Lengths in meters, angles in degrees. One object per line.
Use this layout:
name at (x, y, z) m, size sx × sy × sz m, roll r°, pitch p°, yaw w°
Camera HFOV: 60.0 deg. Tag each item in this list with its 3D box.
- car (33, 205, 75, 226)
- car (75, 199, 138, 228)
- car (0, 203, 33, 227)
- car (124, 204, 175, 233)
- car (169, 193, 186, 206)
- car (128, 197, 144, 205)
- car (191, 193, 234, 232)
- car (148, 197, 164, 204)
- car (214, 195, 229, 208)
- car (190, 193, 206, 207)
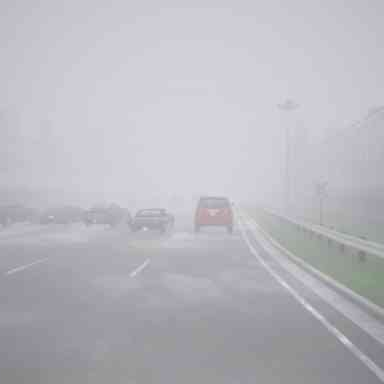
car at (-8.861, 1.563, 23.403) m, size 1.994 × 1.385 × 4.181 m, roll 0°, pitch 0°, yaw 6°
car at (-5.479, 1.497, 22.051) m, size 2.128 × 1.511 × 4.902 m, roll 0°, pitch 0°, yaw 6°
car at (-12.444, 1.499, 22.757) m, size 1.837 × 1.490 × 4.892 m, roll 0°, pitch 0°, yaw 6°
car at (-2.212, 1.609, 19.558) m, size 1.895 × 1.301 × 4.718 m, roll 0°, pitch 0°, yaw 6°
car at (-2.375, 1.250, 54.055) m, size 2.150 × 2.045 × 5.566 m, roll 0°, pitch 0°, yaw 6°
car at (-9.344, 1.494, 54.722) m, size 1.882 × 1.535 × 5.008 m, roll 0°, pitch 0°, yaw 6°
car at (1.390, 1.238, 20.399) m, size 2.150 × 2.045 × 5.566 m, roll 0°, pitch 0°, yaw 6°
car at (-5.861, 1.514, 54.374) m, size 2.128 × 1.511 × 4.902 m, roll 0°, pitch 0°, yaw 6°
car at (4.319, 1.392, 49.579) m, size 2.097 × 1.767 × 4.553 m, roll 0°, pitch 0°, yaw 4°
car at (1.108, 1.255, 53.706) m, size 2.150 × 2.045 × 5.566 m, roll 0°, pitch 0°, yaw 6°
